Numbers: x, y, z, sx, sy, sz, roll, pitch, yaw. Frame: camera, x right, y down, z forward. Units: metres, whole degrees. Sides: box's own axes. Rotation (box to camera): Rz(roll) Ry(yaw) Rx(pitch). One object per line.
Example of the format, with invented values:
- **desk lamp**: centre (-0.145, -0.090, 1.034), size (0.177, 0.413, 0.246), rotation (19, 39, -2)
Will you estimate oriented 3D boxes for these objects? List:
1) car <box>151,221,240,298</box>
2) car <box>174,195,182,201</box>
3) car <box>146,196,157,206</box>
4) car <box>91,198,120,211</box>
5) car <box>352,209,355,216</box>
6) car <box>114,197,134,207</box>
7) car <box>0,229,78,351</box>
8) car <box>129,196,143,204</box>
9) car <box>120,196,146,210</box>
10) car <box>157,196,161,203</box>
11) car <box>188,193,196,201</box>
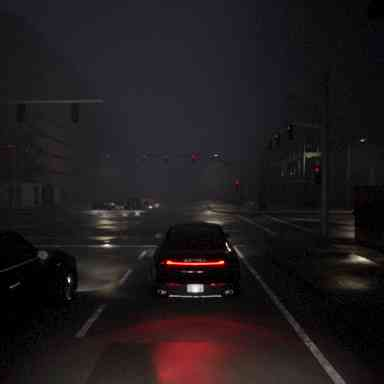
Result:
- **car**: centre (0.081, 1.505, 8.476), size (1.837, 1.490, 4.892), rotation (0, 0, 0)
- **car**: centre (-3.517, 1.552, 84.269), size (1.994, 1.385, 4.181), rotation (0, 0, 1)
- **car**: centre (-7.418, 1.477, 55.104), size (1.882, 1.535, 5.008), rotation (0, 0, 1)
- **car**: centre (-11.036, 1.547, 42.044), size (2.033, 1.411, 5.357), rotation (0, 0, 3)
- **car**: centre (15.972, 1.656, 27.702), size (4.718, 1.301, 1.895), rotation (0, 0, 0)
- **car**: centre (-10.937, 1.547, 53.855), size (2.033, 1.411, 5.357), rotation (0, 0, 1)
- **car**: centre (-3.445, 1.352, 5.153), size (2.097, 1.767, 4.553), rotation (0, 0, 0)
- **car**: centre (-10.780, 1.526, 64.167), size (1.812, 1.442, 4.674), rotation (0, 0, 1)
- **car**: centre (-7.454, 1.504, 42.455), size (1.837, 1.490, 4.892), rotation (0, 0, 0)
- **car**: centre (-7.236, 1.492, 66.565), size (2.128, 1.511, 4.902), rotation (0, 0, 1)
- **car**: centre (-0.014, 1.225, 84.494), size (2.150, 2.045, 5.566), rotation (0, 0, 1)
